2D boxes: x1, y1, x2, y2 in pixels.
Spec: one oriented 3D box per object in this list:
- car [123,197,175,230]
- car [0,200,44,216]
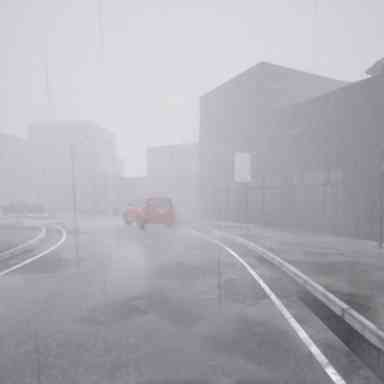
[{"bbox_3d":[-2.957,1.327,22.324,2.150,2.045,5.566,1,-1,-26],"label":"car"},{"bbox_3d":[-17.895,1.628,34.803,5.008,1.535,1.882,0,-2,20],"label":"car"}]
